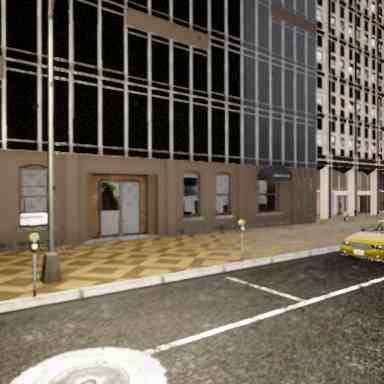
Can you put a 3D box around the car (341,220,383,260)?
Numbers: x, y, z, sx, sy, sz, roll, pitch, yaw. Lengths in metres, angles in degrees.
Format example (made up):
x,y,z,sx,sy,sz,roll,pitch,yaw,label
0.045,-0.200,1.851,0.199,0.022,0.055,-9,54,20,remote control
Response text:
x,y,z,sx,sy,sz,roll,pitch,yaw,label
7.080,1.530,11.613,4.829,1.417,1.752,0,0,-35,car
